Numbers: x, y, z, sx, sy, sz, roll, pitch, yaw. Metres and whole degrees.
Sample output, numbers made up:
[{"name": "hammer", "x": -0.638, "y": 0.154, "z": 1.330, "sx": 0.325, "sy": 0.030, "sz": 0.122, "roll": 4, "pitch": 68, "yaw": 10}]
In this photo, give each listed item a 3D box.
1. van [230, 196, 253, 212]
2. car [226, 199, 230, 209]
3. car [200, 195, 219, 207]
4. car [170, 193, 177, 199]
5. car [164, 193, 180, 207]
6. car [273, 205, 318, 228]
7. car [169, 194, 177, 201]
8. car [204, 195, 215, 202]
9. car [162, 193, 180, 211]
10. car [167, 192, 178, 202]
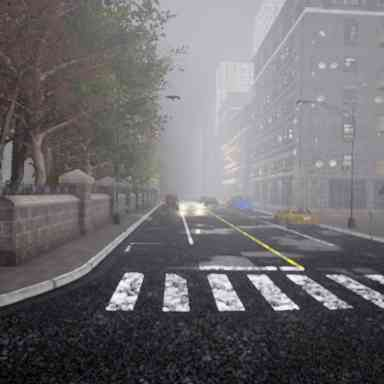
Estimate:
[{"name": "van", "x": 5.950, "y": 1.331, "z": 38.673, "sx": 1.690, "sy": 1.788, "sz": 3.998, "roll": 1, "pitch": 0, "yaw": -3}, {"name": "car", "x": 5.665, "y": 1.417, "z": 44.205, "sx": 1.967, "sy": 1.590, "sz": 4.097, "roll": 1, "pitch": 0, "yaw": -3}, {"name": "car", "x": 2.824, "y": 1.404, "z": 48.976, "sx": 2.128, "sy": 1.511, "sz": 4.902, "roll": 1, "pitch": 0, "yaw": -3}, {"name": "car", "x": -5.243, "y": 1.142, "z": 93.558, "sx": 1.967, "sy": 1.590, "sz": 4.097, "roll": 1, "pitch": 0, "yaw": -3}, {"name": "car", "x": -2.982, "y": 1.108, "z": 49.306, "sx": 2.192, "sy": 1.841, "sz": 5.009, "roll": 1, "pitch": 0, "yaw": -3}, {"name": "car", "x": 6.783, "y": 1.557, "z": 22.248, "sx": 1.752, "sy": 1.417, "sz": 4.829, "roll": 1, "pitch": 0, "yaw": -3}, {"name": "car", "x": -4.390, "y": 1.259, "z": 76.794, "sx": 1.752, "sy": 1.417, "sz": 4.829, "roll": 1, "pitch": 0, "yaw": -3}, {"name": "car", "x": 3.969, "y": 1.454, "z": 77.393, "sx": 2.008, "sy": 1.369, "sz": 4.403, "roll": 1, "pitch": 0, "yaw": -3}, {"name": "car", "x": -2.420, "y": 1.259, "z": 38.243, "sx": 1.967, "sy": 1.590, "sz": 4.097, "roll": 1, "pitch": 0, "yaw": -3}, {"name": "car", "x": -4.111, "y": 1.059, "z": 71.432, "sx": 2.192, "sy": 1.841, "sz": 5.009, "roll": 1, "pitch": 0, "yaw": -3}]
